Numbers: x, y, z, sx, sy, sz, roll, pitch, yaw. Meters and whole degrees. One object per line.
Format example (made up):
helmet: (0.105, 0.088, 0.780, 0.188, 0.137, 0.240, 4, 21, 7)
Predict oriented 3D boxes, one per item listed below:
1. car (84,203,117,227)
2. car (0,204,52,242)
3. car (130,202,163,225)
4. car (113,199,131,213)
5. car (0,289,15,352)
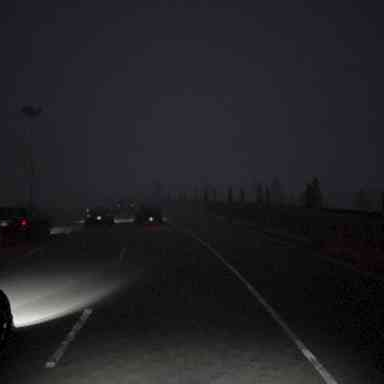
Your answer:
car: (-6.636, 1.712, 23.993, 1.994, 1.385, 4.181, 0, 0, -14)
car: (-8.680, 1.469, 16.898, 2.097, 1.767, 4.553, 0, 0, -9)
car: (-3.439, 1.651, 25.566, 1.837, 1.490, 4.892, 0, 0, -14)
car: (-8.458, 1.592, 40.499, 2.097, 1.767, 4.553, 0, 0, -22)
car: (-3.646, 1.594, 3.375, 1.994, 1.385, 4.181, 0, 0, -2)
